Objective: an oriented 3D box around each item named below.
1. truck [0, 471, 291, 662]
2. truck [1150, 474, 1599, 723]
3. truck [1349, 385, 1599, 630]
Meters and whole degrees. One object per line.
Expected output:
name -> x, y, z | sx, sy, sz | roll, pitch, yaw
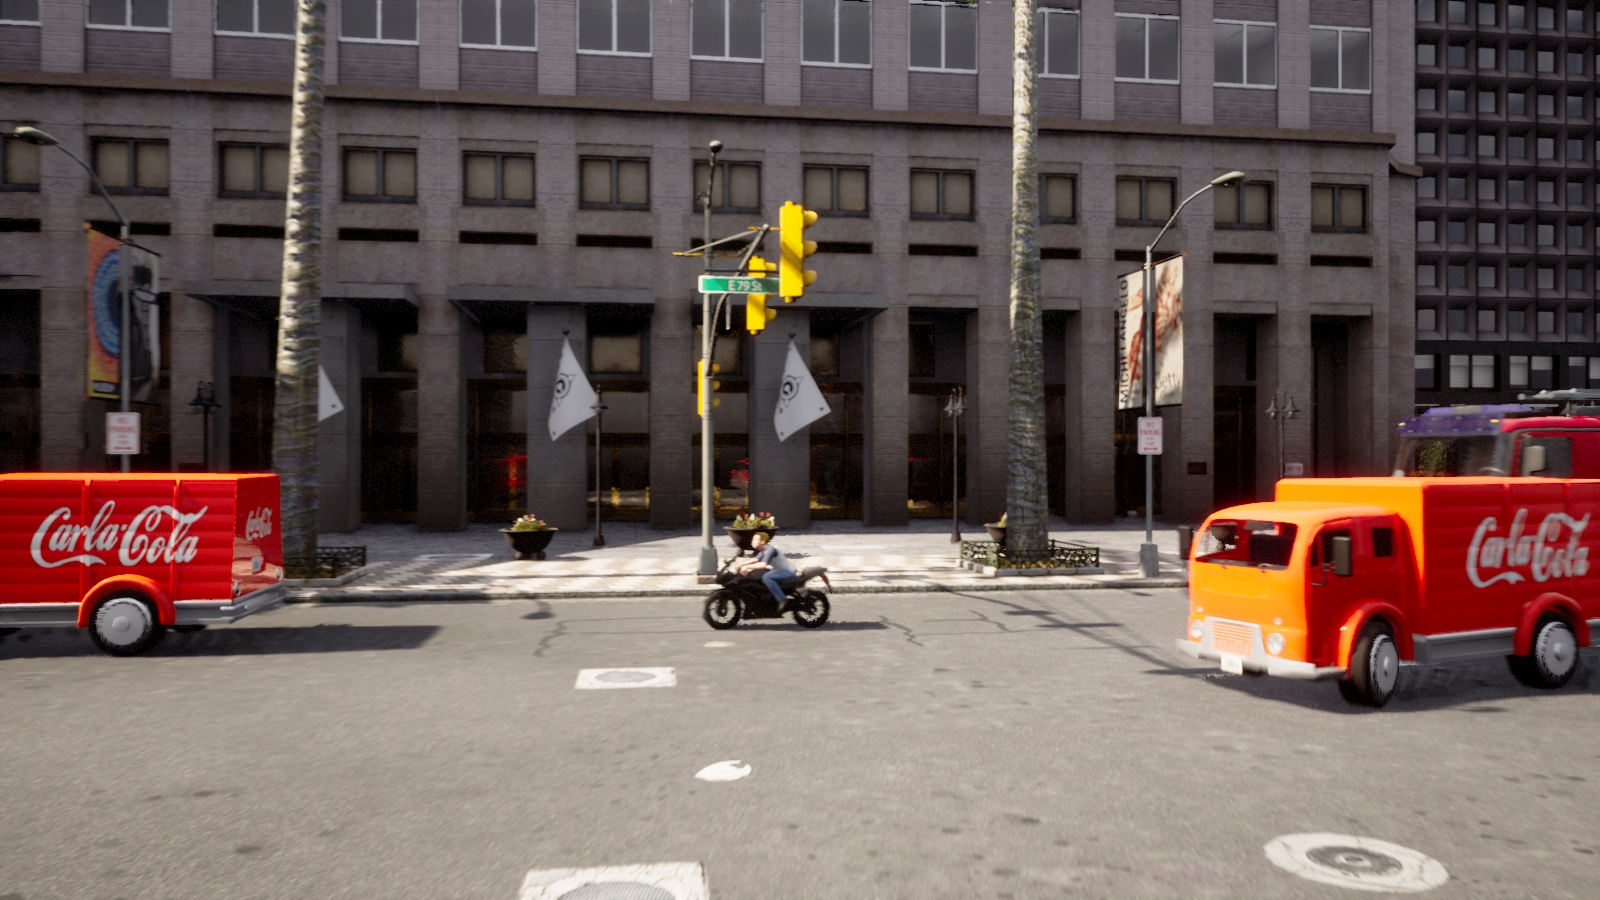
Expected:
truck -> -10.455, 1.563, 16.417 | 5.204, 2.467, 2.627 | 0, 0, -8
truck -> 7.240, 1.568, 13.968 | 5.204, 2.467, 2.627 | 0, -1, -24
truck -> 14.344, 0.898, 19.865 | 8.468, 3.827, 2.891 | 0, 0, -8
